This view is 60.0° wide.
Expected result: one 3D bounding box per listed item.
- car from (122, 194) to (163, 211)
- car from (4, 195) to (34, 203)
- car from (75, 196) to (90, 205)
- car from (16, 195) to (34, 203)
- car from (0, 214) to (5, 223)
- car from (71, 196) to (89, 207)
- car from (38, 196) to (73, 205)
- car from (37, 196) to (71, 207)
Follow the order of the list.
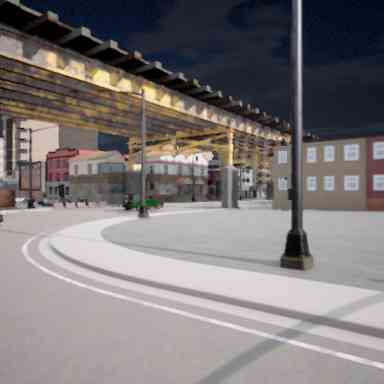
[{"bbox_3d":[-5.903,1.215,39.940,2.150,2.045,5.566,0,0,36],"label":"car"},{"bbox_3d":[-33.944,1.436,65.361,4.974,1.542,2.038,0,0,2],"label":"car"},{"bbox_3d":[-17.083,1.284,51.595,1.853,1.218,4.536,0,0,-23],"label":"car"},{"bbox_3d":[-33.892,1.279,65.360,4.536,1.218,1.853,0,0,2],"label":"car"},{"bbox_3d":[-13.295,1.542,19.657,2.033,1.411,5.357,0,0,-2],"label":"car"},{"bbox_3d":[-17.062,1.442,51.547,2.038,1.542,4.974,0,0,-23],"label":"car"},{"bbox_3d":[-20.642,1.284,50.339,4.536,1.218,1.853,0,0,7],"label":"car"},{"bbox_3d":[-20.591,1.441,50.334,4.974,1.542,2.038,0,0,7],"label":"car"}]
